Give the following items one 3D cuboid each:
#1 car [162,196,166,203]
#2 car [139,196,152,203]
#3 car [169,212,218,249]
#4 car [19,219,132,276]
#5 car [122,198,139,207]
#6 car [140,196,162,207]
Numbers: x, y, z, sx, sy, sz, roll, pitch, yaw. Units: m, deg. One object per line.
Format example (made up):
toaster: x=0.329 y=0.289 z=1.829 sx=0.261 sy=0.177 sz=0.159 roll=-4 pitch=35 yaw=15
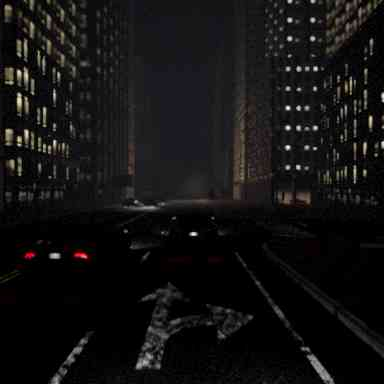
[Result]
car: x=-6.512 y=1.540 z=69.953 sx=2.128 sy=1.511 sz=4.902 roll=0 pitch=0 yaw=0
car: x=-9.762 y=1.541 z=69.935 sx=2.128 sy=1.511 sz=4.902 roll=0 pitch=0 yaw=0
car: x=0.072 y=1.573 z=14.638 sx=1.994 sy=1.385 sz=4.181 roll=0 pitch=0 yaw=0
car: x=-3.207 y=1.554 z=10.327 sx=2.033 sy=1.411 sz=5.357 roll=0 pitch=0 yaw=0
car: x=-9.830 y=1.601 z=53.482 sx=2.033 sy=1.411 sz=5.357 roll=0 pitch=0 yaw=0
car: x=-6.582 y=1.544 z=53.533 sx=2.128 sy=1.511 sz=4.902 roll=0 pitch=0 yaw=0
